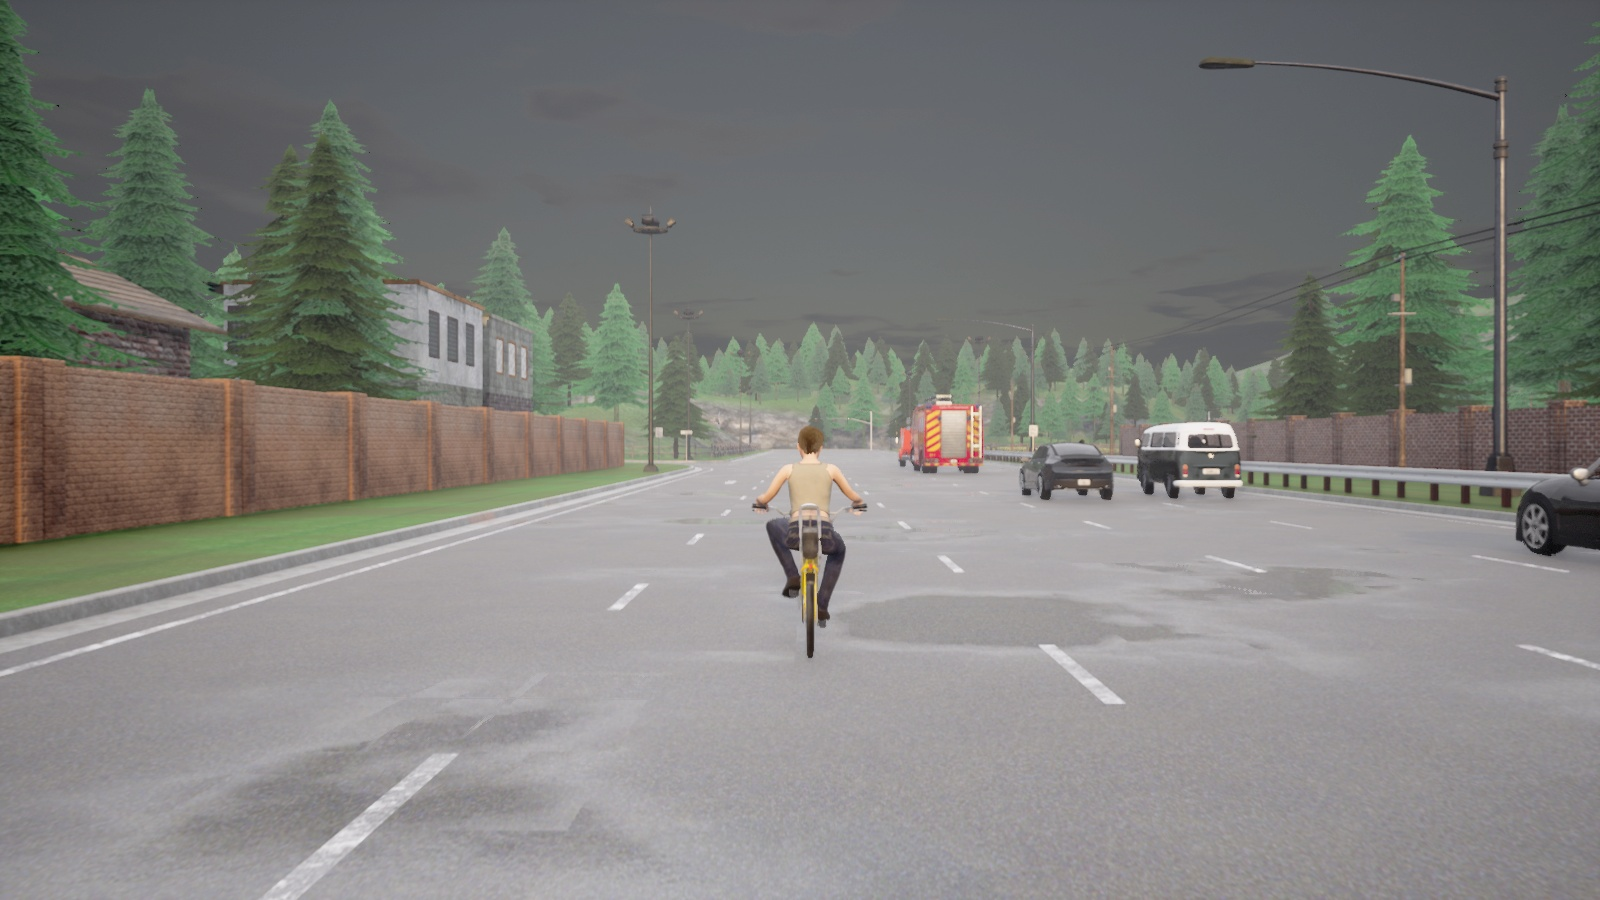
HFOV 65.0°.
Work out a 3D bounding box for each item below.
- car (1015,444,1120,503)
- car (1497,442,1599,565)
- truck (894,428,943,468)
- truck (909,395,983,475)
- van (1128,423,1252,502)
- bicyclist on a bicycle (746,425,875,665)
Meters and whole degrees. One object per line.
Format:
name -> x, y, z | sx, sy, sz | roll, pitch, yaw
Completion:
car -> 7.207, 0.577, 34.282 | 1.837, 1.490, 4.892 | 0, 0, 0
car -> 10.601, 0.639, 15.426 | 1.970, 1.475, 3.806 | 0, 0, 0
truck -> 7.460, -0.153, 79.647 | 2.627, 2.467, 5.204 | 0, 0, 0
truck -> 7.376, -0.751, 64.480 | 2.891, 3.827, 8.468 | 0, 0, 0
van -> 10.709, 0.298, 34.865 | 2.069, 2.038, 4.480 | 0, 1, 0
bicyclist on a bicycle -> 0.072, 0.635, 9.177 | 0.866, 1.612, 1.509 | 0, 0, 0
